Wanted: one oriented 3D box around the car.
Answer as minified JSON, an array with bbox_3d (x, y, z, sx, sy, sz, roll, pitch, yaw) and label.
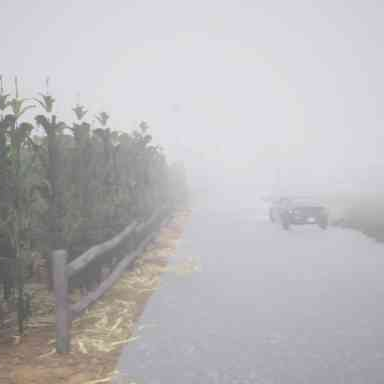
[{"bbox_3d":[4.850,0.845,15.558,1.812,1.442,4.674,-1,2,3],"label":"car"}]
